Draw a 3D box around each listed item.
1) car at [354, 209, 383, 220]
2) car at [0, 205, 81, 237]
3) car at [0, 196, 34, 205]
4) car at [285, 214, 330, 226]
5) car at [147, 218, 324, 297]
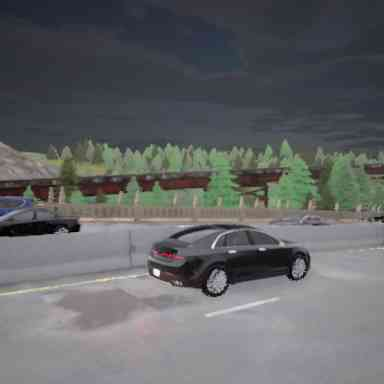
[{"bbox_3d":[21.919,2.860,40.974,4.553,1.767,2.097,4,-2,-35],"label":"car"},{"bbox_3d":[-7.809,1.522,15.593,5.008,1.535,1.882,1,-1,-35],"label":"car"},{"bbox_3d":[-11.121,1.243,17.525,5.566,2.045,2.150,1,0,-35],"label":"car"},{"bbox_3d":[7.080,2.197,21.839,4.902,1.511,2.128,4,-2,-35],"label":"car"},{"bbox_3d":[1.182,1.617,8.884,4.892,1.490,1.837,2,-1,-35],"label":"car"}]
